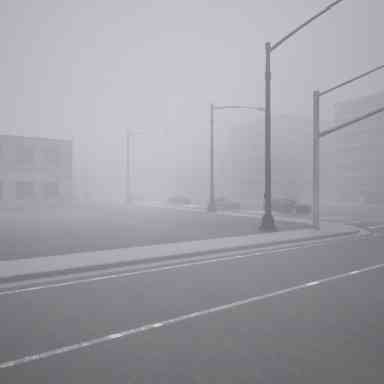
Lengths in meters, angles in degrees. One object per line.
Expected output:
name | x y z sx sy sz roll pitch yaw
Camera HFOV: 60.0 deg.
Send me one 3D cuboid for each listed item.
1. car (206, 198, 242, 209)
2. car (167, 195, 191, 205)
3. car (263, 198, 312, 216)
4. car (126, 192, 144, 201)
car | 3.765 1.332 39.672 1.895 1.301 4.718 0 1 -34
car | -1.891 1.119 47.938 1.994 1.385 4.181 0 1 -34
car | 9.063 1.345 31.978 1.882 1.535 5.008 0 1 -35
car | -10.478 0.794 60.614 2.128 1.511 4.902 0 1 -34
